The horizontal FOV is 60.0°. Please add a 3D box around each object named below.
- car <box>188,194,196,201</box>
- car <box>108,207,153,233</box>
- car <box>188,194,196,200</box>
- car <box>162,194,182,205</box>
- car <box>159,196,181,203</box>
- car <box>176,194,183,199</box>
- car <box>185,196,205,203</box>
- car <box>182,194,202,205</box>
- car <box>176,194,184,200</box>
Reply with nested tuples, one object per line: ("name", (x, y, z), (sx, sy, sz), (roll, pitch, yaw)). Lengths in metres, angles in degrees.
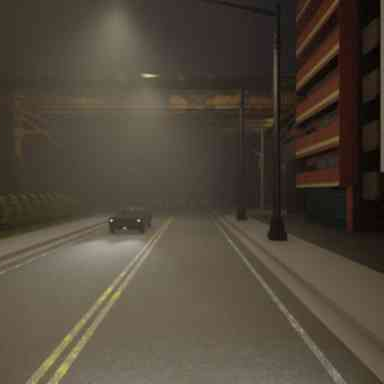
("car", (0.054, 1.398, 83.095), (2.038, 1.542, 4.974), (0, 0, 0))
("car", (-3.522, 1.588, 19.666), (1.895, 1.301, 4.718), (0, 0, 0))
("car", (0.054, 1.240, 83.146), (1.853, 1.218, 4.536), (0, 0, 0))
("car", (-3.708, 1.416, 56.801), (2.038, 1.542, 4.974), (0, 0, 25))
("car", (-3.686, 1.258, 56.848), (1.853, 1.218, 4.536), (0, 0, 25))
("car", (-3.388, 1.235, 91.664), (1.853, 1.218, 4.536), (0, 0, 0))
("car", (0.435, 1.258, 56.547), (1.853, 1.218, 4.536), (0, 0, -20))
("car", (0.453, 1.415, 56.499), (2.038, 1.542, 4.974), (0, 0, -20))
("car", (-3.387, 1.393, 91.613), (2.038, 1.542, 4.974), (0, 0, 0))
